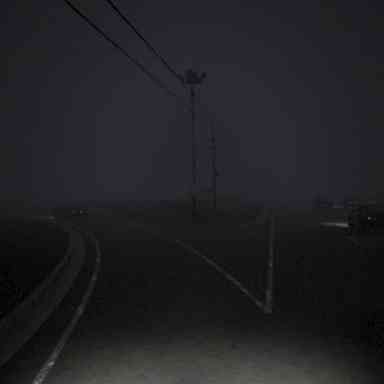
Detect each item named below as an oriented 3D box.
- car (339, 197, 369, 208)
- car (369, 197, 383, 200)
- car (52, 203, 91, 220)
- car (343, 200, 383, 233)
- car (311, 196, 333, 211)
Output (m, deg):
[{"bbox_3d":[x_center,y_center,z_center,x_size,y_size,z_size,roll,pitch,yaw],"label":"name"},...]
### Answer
[{"bbox_3d":[18.471,1.238,38.666,2.033,1.411,5.357,-1,0,14],"label":"car"},{"bbox_3d":[22.844,1.214,41.807,1.895,1.301,4.718,-1,0,14],"label":"car"},{"bbox_3d":[-11.299,1.777,30.963,2.033,1.411,5.357,-1,0,-41],"label":"car"},{"bbox_3d":[9.799,1.362,17.968,1.812,1.442,4.674,-1,0,14],"label":"car"},{"bbox_3d":[14.562,1.239,37.419,1.882,1.535,5.008,-1,0,14],"label":"car"}]
